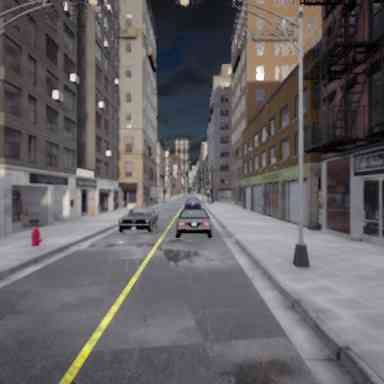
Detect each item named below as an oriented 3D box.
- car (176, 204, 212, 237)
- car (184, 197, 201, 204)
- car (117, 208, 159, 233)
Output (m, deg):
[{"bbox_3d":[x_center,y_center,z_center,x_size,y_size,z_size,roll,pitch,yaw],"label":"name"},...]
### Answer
[{"bbox_3d":[0.103,1.578,18.176,2.033,1.411,5.357,0,0,0],"label":"car"},{"bbox_3d":[0.106,1.434,41.633,2.097,1.767,4.553,0,0,0],"label":"car"},{"bbox_3d":[-3.096,1.636,19.897,1.895,1.301,4.718,0,0,0],"label":"car"}]
